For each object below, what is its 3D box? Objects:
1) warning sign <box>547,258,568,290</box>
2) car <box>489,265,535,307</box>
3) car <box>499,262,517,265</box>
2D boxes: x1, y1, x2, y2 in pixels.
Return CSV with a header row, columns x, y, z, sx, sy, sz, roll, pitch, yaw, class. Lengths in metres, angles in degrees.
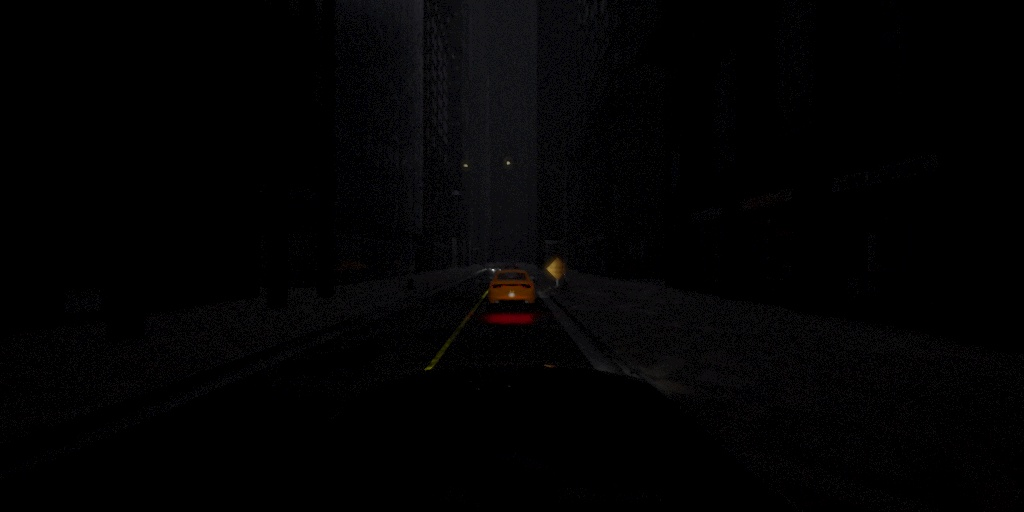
x,y,z,sx,sy,sz,roll,pitch,yaw,class
2.706,1.046,21.307,1.300,1.860,1.060,0,0,0,warning sign
-0.003,1.362,16.314,1.882,1.535,5.008,0,0,0,car
-0.012,1.548,31.220,1.812,1.442,4.674,0,0,0,car
